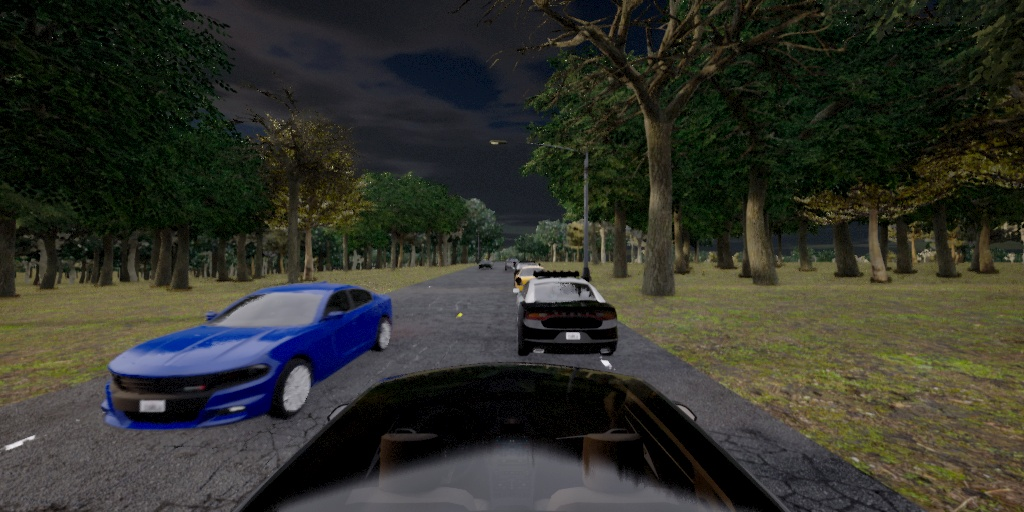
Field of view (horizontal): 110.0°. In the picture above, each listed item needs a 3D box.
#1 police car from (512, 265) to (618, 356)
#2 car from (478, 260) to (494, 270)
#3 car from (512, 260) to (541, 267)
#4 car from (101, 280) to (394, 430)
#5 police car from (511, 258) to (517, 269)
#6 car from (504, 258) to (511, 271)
[{"bbox_3d":[1.054,1.172,8.767,1.930,1.638,5.238,0,0,0],"label":"police car"},{"bbox_3d":[-3.574,1.209,49.287,1.895,1.301,4.718,0,0,0],"label":"car"},{"bbox_3d":[1.058,1.187,18.850,1.801,1.575,5.366,0,0,0],"label":"car"},{"bbox_3d":[-3.598,1.226,6.087,1.882,1.535,5.008,0,0,0],"label":"car"},{"bbox_3d":[1.060,1.141,24.770,1.930,1.638,5.238,0,0,0],"label":"police car"},{"bbox_3d":[0.037,1.117,45.977,2.128,1.511,4.902,0,0,1],"label":"car"}]
